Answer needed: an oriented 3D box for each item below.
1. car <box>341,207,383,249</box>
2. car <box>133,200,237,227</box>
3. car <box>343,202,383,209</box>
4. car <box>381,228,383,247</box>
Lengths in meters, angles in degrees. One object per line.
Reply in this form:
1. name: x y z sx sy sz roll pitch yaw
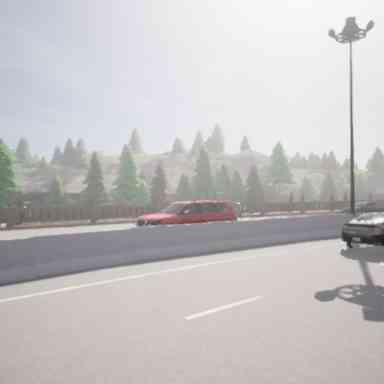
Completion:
1. car: 8.256 1.573 13.803 4.902 1.511 2.128 0 -1 -32
2. car: -0.187 1.442 16.928 5.566 2.045 2.150 0 -1 -34
3. car: 17.591 1.779 34.198 4.892 1.490 1.837 0 -1 -21
4. car: 7.488 1.631 9.221 4.718 1.301 1.895 0 -1 -34
